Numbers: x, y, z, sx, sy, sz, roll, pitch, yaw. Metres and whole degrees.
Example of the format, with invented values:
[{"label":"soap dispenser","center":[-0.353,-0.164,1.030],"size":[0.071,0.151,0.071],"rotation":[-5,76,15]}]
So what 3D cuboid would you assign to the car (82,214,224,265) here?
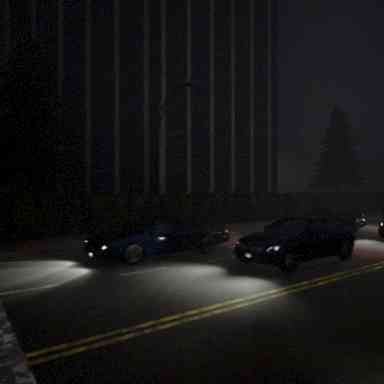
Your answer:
[{"label":"car","center":[-1.027,1.531,11.900],"size":[5.357,1.411,2.033],"rotation":[0,0,-38]}]

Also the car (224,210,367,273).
[{"label":"car","center":[3.470,1.501,10.737],"size":[4.674,1.442,1.812],"rotation":[0,0,-36]}]

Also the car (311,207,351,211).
[{"label":"car","center":[7.199,1.502,17.716],"size":[5.357,1.411,2.033],"rotation":[0,0,-35]}]

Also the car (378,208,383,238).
[{"label":"car","center":[10.868,1.475,16.026],"size":[4.674,1.442,1.812],"rotation":[0,0,-35]}]
